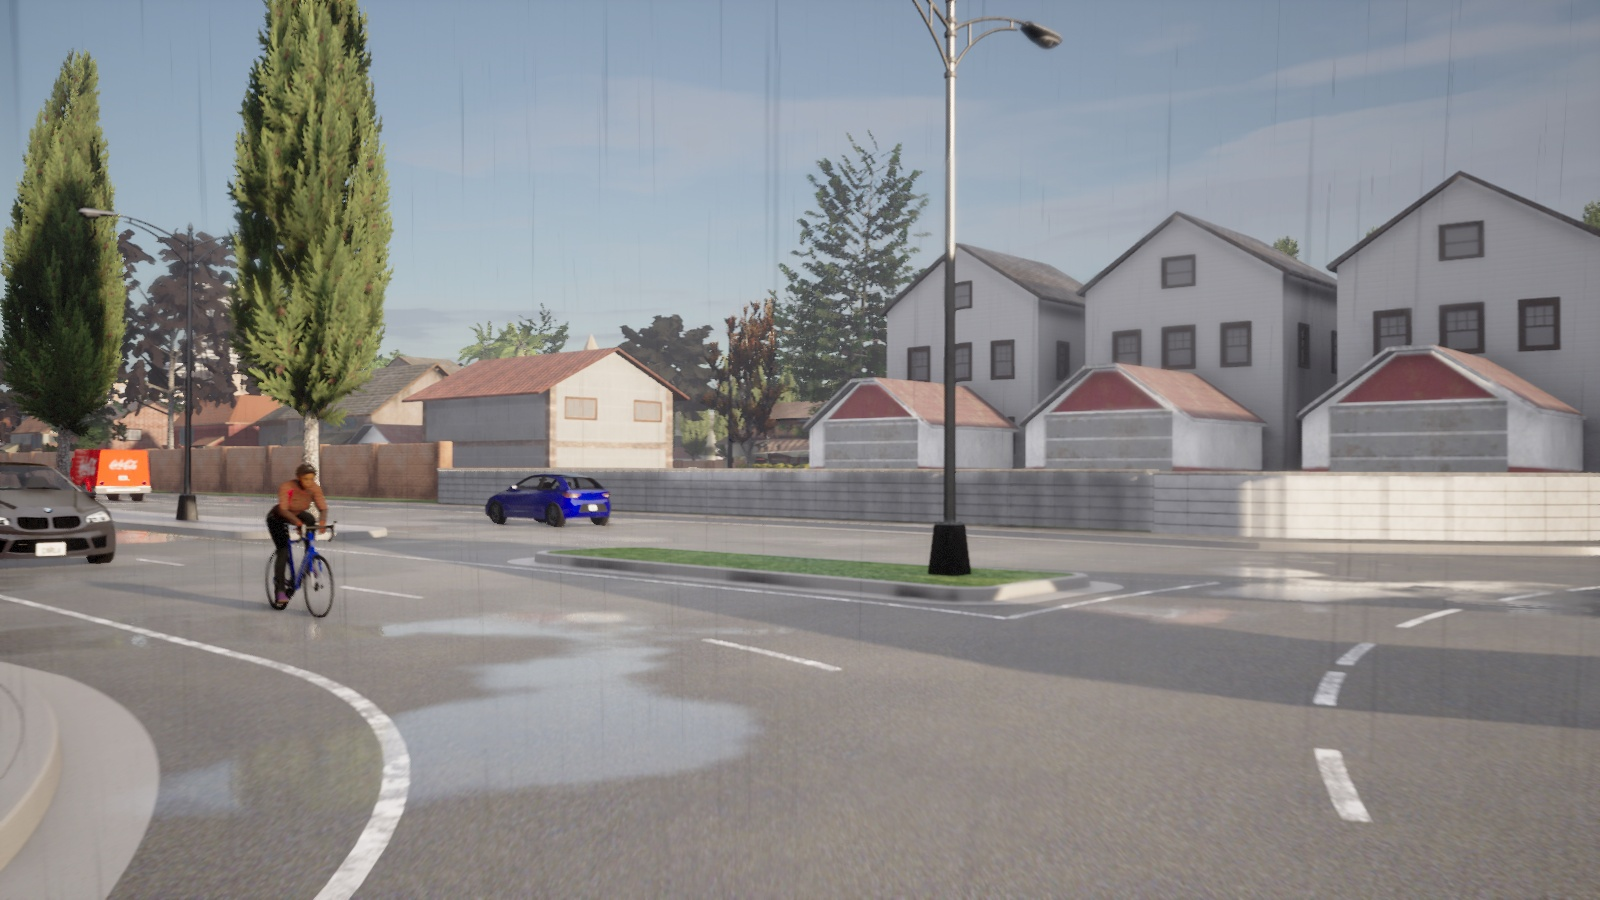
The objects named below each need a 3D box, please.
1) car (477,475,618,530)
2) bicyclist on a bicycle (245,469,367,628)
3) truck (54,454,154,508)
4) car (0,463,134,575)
[{"bbox_3d":[-7.250,1.457,35.839,4.193,1.474,1.816,-1,-1,43],"label":"car"},{"bbox_3d":[-5.360,1.017,13.575,1.656,1.620,0.582,-1,-1,44],"label":"bicyclist on a bicycle"},{"bbox_3d":[-33.139,1.468,59.720,5.204,2.467,2.627,-1,-1,43],"label":"truck"},{"bbox_3d":[-13.110,1.063,20.840,4.611,1.667,2.242,-1,-1,43],"label":"car"}]
